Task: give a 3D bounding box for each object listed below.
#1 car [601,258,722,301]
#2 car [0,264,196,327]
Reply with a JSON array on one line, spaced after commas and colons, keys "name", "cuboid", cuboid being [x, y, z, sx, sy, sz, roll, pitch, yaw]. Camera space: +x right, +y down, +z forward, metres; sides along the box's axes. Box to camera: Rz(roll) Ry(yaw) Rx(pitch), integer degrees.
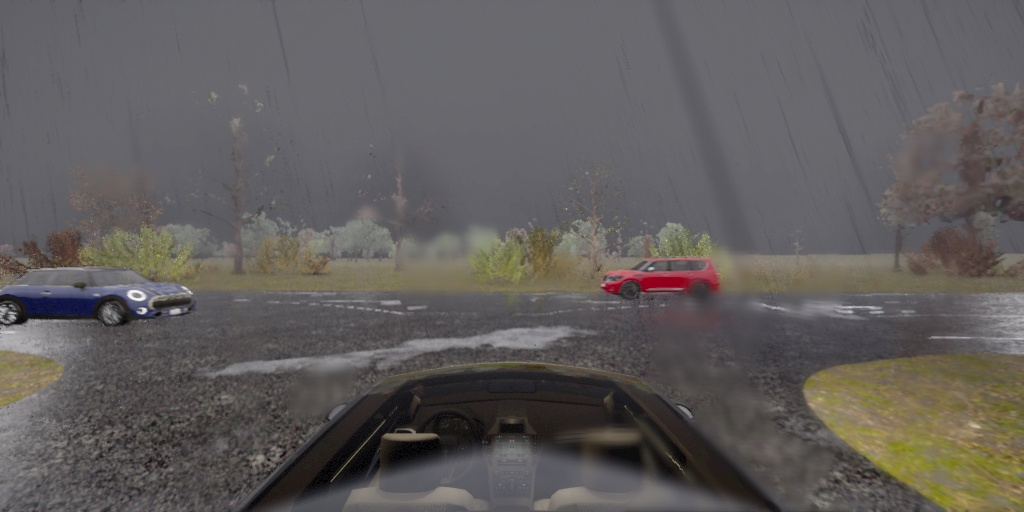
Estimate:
[{"name": "car", "cuboid": [7.336, 1.102, 17.841, 5.566, 2.045, 2.150, 0, 0, 1]}, {"name": "car", "cuboid": [-12.751, 1.139, 11.222, 4.553, 1.767, 2.097, 0, 0, 1]}]
